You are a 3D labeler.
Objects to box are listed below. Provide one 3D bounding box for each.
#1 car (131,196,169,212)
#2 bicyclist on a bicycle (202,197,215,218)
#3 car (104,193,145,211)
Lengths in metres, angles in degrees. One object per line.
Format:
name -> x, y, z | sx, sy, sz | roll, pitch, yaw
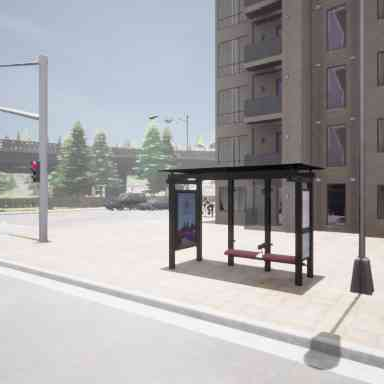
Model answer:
car -> -4.155, 1.492, 39.160 | 2.033, 1.411, 5.357 | 0, 0, 40
bicyclist on a bicycle -> 1.253, 1.245, 26.671 | 1.656, 1.620, 0.582 | 0, 0, 36
car -> -7.856, 1.165, 40.035 | 2.150, 2.045, 5.566 | 0, 0, 39
